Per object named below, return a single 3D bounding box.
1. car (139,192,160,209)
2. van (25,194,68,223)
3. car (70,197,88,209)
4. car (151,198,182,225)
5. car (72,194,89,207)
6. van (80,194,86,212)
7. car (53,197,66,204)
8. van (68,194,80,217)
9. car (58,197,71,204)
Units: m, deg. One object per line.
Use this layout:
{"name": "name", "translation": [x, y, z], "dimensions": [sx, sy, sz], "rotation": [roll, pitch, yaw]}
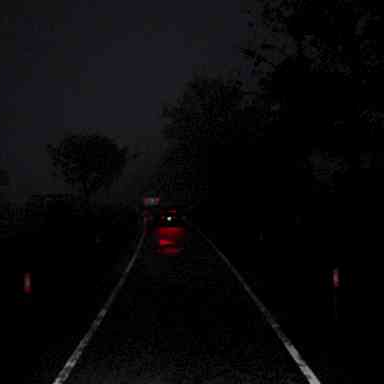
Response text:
{"name": "car", "translation": [-5.258, 1.050, 41.289], "dimensions": [2.150, 2.045, 5.566], "rotation": [-1, 0, -14]}
{"name": "van", "translation": [-10.664, 1.175, 24.214], "dimensions": [1.878, 1.987, 4.442], "rotation": [1, -1, -10]}
{"name": "car", "translation": [-15.494, 1.514, 45.947], "dimensions": [1.946, 1.575, 5.366], "rotation": [2, -1, -15]}
{"name": "car", "translation": [-1.775, 1.410, 23.570], "dimensions": [1.837, 1.490, 4.892], "rotation": [0, 1, -8]}
{"name": "car", "translation": [-19.135, 1.397, 56.688], "dimensions": [2.435, 2.045, 5.566], "rotation": [2, -2, -21]}
{"name": "van", "translation": [-12.699, 1.212, 35.197], "dimensions": [1.878, 1.987, 4.442], "rotation": [1, -1, -12]}
{"name": "car", "translation": [-34.499, 2.190, 86.479], "dimensions": [2.231, 1.521, 4.892], "rotation": [-1, -1, -33]}
{"name": "van", "translation": [-11.591, 1.188, 29.716], "dimensions": [1.878, 1.987, 4.442], "rotation": [1, -1, -11]}
{"name": "car", "translation": [-31.132, 2.071, 81.124], "dimensions": [2.097, 1.535, 5.008], "rotation": [-1, -1, -31]}
